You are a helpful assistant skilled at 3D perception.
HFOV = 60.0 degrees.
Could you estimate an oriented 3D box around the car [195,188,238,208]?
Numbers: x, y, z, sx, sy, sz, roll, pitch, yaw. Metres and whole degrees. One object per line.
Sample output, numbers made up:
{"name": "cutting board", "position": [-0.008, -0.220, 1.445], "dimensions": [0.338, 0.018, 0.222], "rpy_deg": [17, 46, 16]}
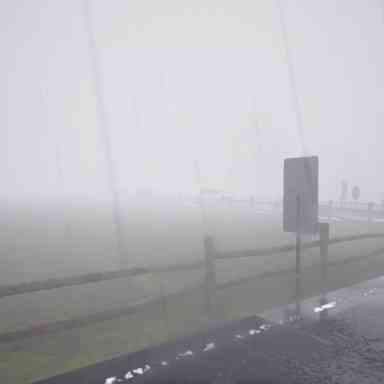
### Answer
{"name": "car", "position": [2.611, 0.570, 36.625], "dimensions": [2.150, 2.045, 5.566], "rpy_deg": [1, 1, -35]}

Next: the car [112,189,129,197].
{"name": "car", "position": [-14.064, 0.120, 65.481], "dimensions": [2.128, 1.511, 4.902], "rpy_deg": [1, 1, -35]}

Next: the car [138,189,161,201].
{"name": "car", "position": [-6.503, 0.336, 49.656], "dimensions": [2.097, 1.767, 4.553], "rpy_deg": [1, 1, -35]}

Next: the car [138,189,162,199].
{"name": "car", "position": [-7.070, 0.380, 55.531], "dimensions": [1.882, 1.535, 5.008], "rpy_deg": [1, 0, -35]}

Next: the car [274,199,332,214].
{"name": "car", "position": [9.053, 1.086, 27.445], "dimensions": [1.882, 1.535, 5.008], "rpy_deg": [1, 1, -35]}
